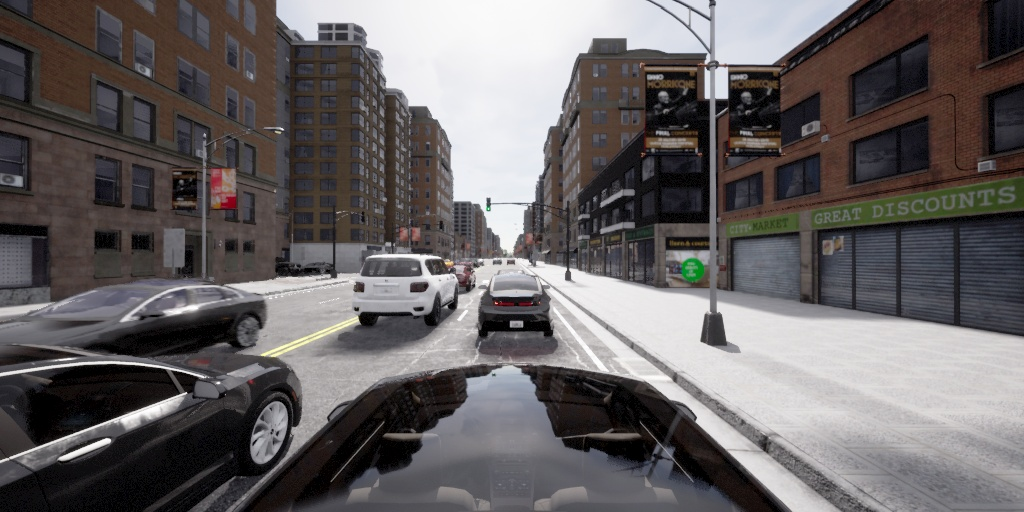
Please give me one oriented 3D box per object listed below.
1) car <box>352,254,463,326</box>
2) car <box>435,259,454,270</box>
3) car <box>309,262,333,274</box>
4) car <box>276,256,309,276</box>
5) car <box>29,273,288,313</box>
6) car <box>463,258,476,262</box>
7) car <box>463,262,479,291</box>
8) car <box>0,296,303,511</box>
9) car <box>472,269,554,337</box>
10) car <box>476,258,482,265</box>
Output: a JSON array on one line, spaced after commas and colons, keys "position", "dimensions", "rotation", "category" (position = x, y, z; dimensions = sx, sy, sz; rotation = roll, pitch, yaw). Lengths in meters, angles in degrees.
[{"position": [-3.181, 0.972, 11.830], "dimensions": [2.150, 2.045, 5.566], "rotation": [0, 0, 1], "category": "car"}, {"position": [-9.989, 1.247, 53.454], "dimensions": [1.882, 1.535, 5.008], "rotation": [0, 0, 0], "category": "car"}, {"position": [-22.257, 1.346, 40.648], "dimensions": [4.313, 1.339, 1.948], "rotation": [0, 0, 0], "category": "car"}, {"position": [-23.581, 0.973, 35.170], "dimensions": [5.566, 2.045, 2.150], "rotation": [0, 0, 0], "category": "car"}, {"position": [-6.614, 1.242, 6.384], "dimensions": [2.128, 1.511, 4.902], "rotation": [0, 0, 0], "category": "car"}, {"position": [-6.733, 1.120, 51.153], "dimensions": [2.097, 1.767, 4.553], "rotation": [0, 0, 0], "category": "car"}, {"position": [-3.266, 1.278, 21.587], "dimensions": [1.812, 1.442, 4.674], "rotation": [0, 0, 0], "category": "car"}, {"position": [-3.154, 1.255, 1.877], "dimensions": [1.837, 1.490, 4.892], "rotation": [0, 0, 0], "category": "car"}, {"position": [0.079, 1.256, 10.324], "dimensions": [1.837, 1.490, 4.892], "rotation": [0, 0, 0], "category": "car"}, {"position": [-6.742, 1.128, 60.946], "dimensions": [2.097, 1.767, 4.553], "rotation": [0, 0, 0], "category": "car"}]
